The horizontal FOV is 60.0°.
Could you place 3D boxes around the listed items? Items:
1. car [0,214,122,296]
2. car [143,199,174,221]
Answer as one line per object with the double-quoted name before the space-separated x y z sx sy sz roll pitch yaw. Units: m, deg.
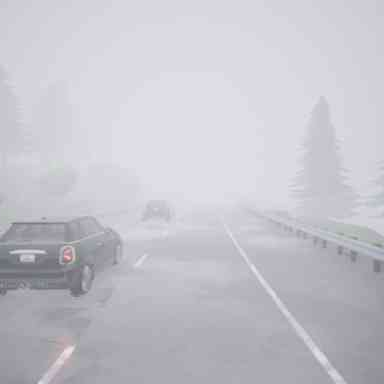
"car" -3.322 1.368 8.895 2.097 1.767 4.553 0 0 1
"car" -2.678 1.369 27.416 2.097 1.767 4.553 0 0 3
